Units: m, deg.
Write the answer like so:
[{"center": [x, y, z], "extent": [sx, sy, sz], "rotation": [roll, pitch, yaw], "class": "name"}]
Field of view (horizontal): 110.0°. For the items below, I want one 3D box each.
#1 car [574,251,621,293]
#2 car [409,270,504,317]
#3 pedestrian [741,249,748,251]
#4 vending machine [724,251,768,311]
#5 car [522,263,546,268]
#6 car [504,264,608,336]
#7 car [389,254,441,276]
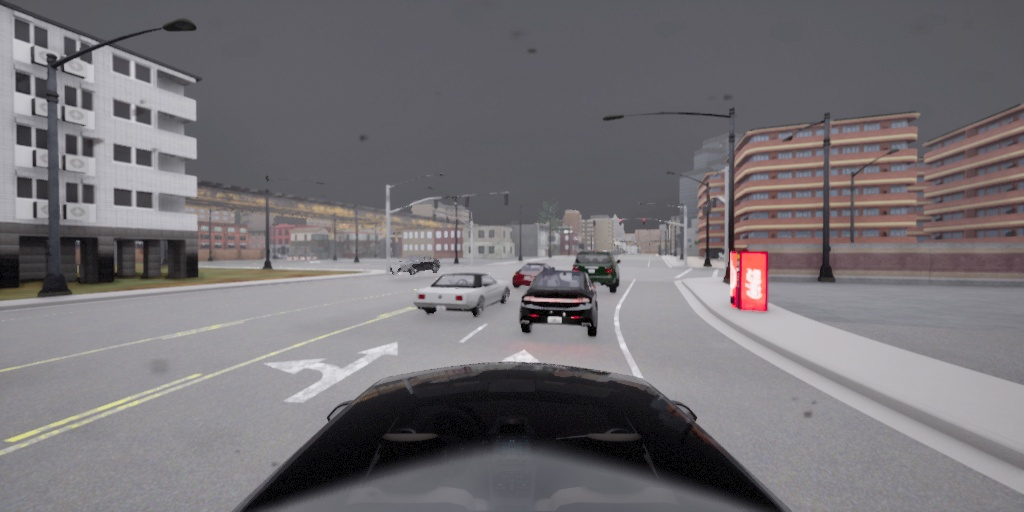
[{"center": [4.583, 0.766, 19.348], "extent": [2.150, 2.045, 5.566], "rotation": [0, 1, 19], "class": "car"}, {"center": [-1.484, 1.225, 12.710], "extent": [1.895, 1.301, 4.718], "rotation": [0, 1, 16], "class": "car"}, {"center": [8.061, 0.666, 12.471], "extent": [0.375, 1.860, 0.375], "rotation": [0, 1, 21], "class": "pedestrian"}, {"center": [7.829, 0.823, 11.865], "extent": [1.100, 2.100, 0.880], "rotation": [0, 0, 20], "class": "vending machine"}, {"center": [1.507, 1.091, 21.065], "extent": [1.994, 1.385, 4.181], "rotation": [0, 1, 20], "class": "car"}, {"center": [1.450, 1.144, 10.114], "extent": [2.128, 1.511, 4.902], "rotation": [0, 1, 13], "class": "car"}, {"center": [-7.367, 0.636, 27.623], "extent": [2.128, 1.511, 4.902], "rotation": [0, 1, 21], "class": "car"}]
